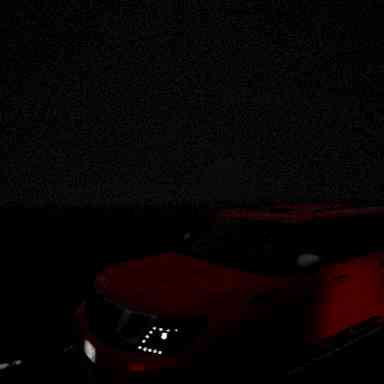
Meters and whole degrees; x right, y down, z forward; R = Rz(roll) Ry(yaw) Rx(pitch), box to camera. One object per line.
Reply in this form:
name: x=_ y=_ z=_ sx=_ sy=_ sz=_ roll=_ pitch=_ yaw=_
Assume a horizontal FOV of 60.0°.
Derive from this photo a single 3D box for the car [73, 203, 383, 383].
car: x=1.251 y=1.218 z=4.877 sx=5.566 sy=2.045 sz=2.150 roll=0 pitch=0 yaw=-35
